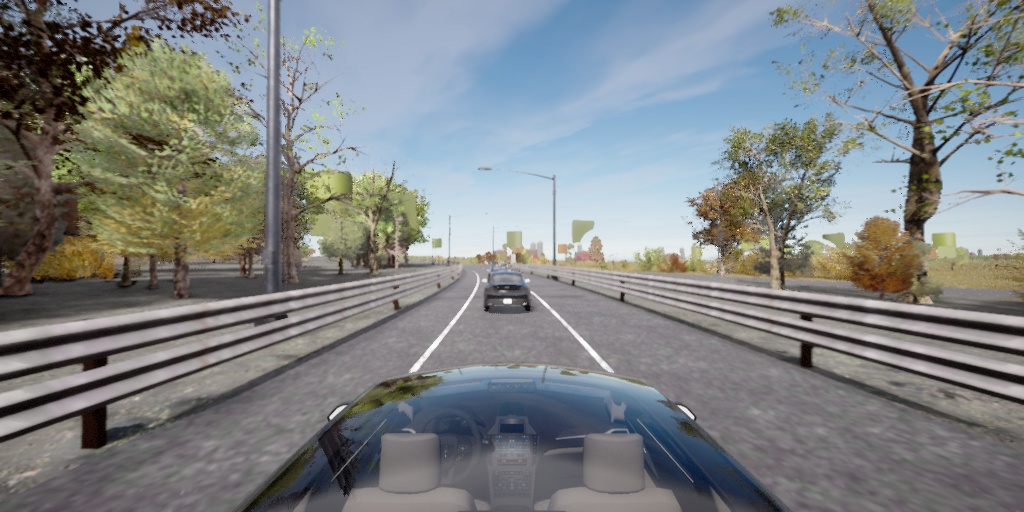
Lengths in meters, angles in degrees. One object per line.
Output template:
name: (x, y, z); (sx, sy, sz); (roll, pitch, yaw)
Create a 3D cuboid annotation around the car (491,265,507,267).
car: (-1.131, 1.531, 30.502); (2.128, 1.511, 4.902); (0, 0, -4)

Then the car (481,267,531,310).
car: (-0.243, 1.398, 15.447); (1.837, 1.490, 4.892); (0, 0, -2)
